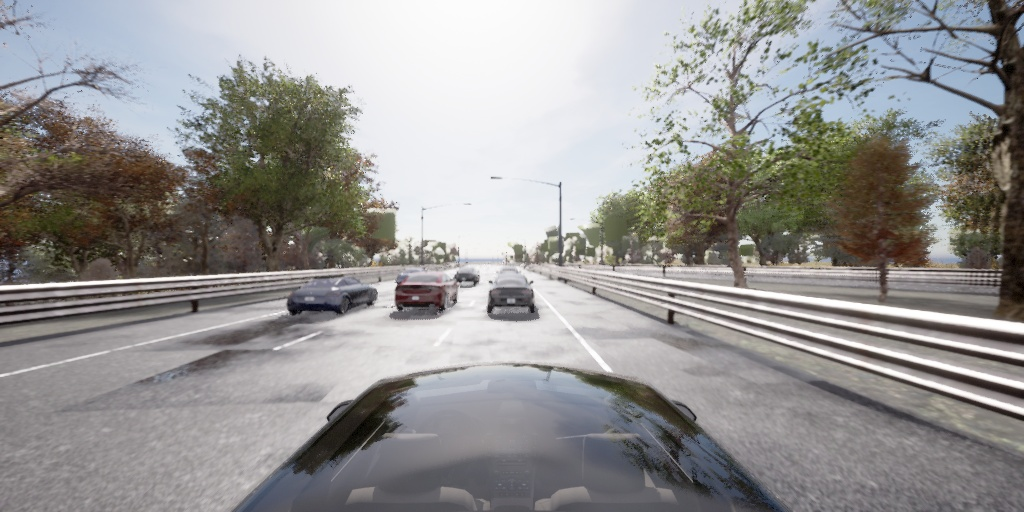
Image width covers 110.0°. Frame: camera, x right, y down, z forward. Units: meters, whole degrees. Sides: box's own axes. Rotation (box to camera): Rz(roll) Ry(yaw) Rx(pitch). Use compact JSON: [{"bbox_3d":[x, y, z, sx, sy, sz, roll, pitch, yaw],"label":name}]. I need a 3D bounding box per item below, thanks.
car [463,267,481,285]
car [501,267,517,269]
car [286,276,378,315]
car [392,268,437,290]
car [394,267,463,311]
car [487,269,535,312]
[{"bbox_3d":[-3.760,1.653,30.071,1.812,1.442,4.674,0,-1,-1],"label":"car"},{"bbox_3d":[-0.254,1.624,29.463,1.837,1.490,4.892,0,0,-1],"label":"car"},{"bbox_3d":[-7.030,1.481,14.460,1.994,1.385,4.181,0,-1,0],"label":"car"},{"bbox_3d":[-7.227,1.636,27.156,2.033,1.411,5.357,0,-1,-1],"label":"car"},{"bbox_3d":[-3.537,1.408,15.573,1.882,1.535,5.008,0,0,0],"label":"car"},{"bbox_3d":[-0.032,1.448,15.012,1.812,1.442,4.674,0,-1,0],"label":"car"}]
